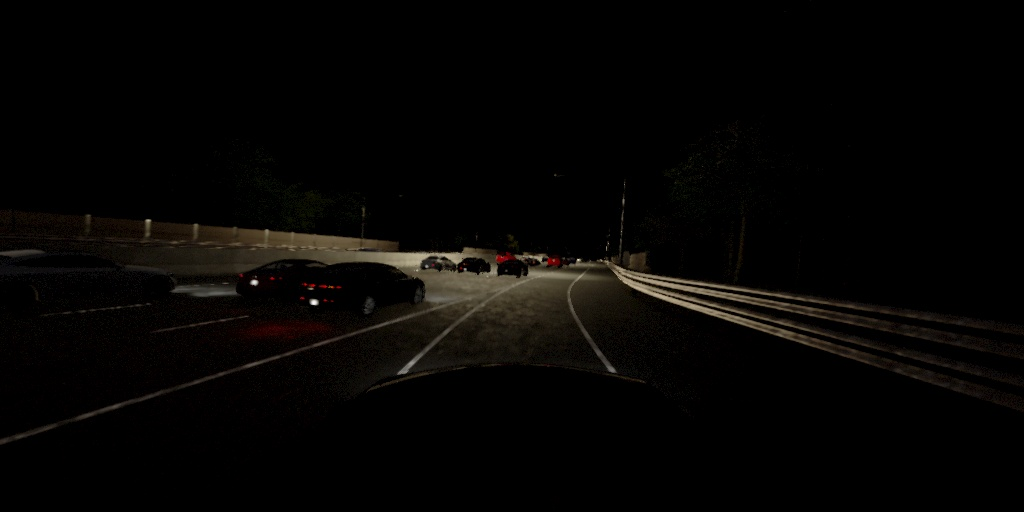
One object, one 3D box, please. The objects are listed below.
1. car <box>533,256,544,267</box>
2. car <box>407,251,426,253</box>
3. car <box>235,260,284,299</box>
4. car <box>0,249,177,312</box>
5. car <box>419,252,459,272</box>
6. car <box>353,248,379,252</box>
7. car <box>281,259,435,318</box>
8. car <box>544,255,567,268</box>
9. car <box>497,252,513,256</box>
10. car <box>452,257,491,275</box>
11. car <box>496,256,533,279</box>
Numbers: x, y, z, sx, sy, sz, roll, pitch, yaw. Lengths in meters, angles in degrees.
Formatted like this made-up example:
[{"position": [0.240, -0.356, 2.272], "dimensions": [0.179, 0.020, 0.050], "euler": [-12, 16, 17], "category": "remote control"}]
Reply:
[{"position": [3.440, 1.026, 59.004], "dimensions": [2.033, 1.411, 5.357], "euler": [3, 1, 14], "category": "car"}, {"position": [-13.608, 0.090, 48.435], "dimensions": [1.837, 1.490, 4.892], "euler": [3, 1, 14], "category": "car"}, {"position": [-7.768, 0.822, 13.411], "dimensions": [1.994, 1.385, 4.181], "euler": [3, 1, 14], "category": "car"}, {"position": [-12.231, 0.557, 9.882], "dimensions": [1.812, 1.442, 4.674], "euler": [3, 1, 14], "category": "car"}, {"position": [-6.648, 0.667, 32.592], "dimensions": [1.812, 1.442, 4.674], "euler": [3, 1, 14], "category": "car"}, {"position": [-20.390, -0.348, 50.073], "dimensions": [1.882, 1.535, 5.008], "euler": [3, 1, 14], "category": "car"}, {"position": [-4.586, 0.965, 11.710], "dimensions": [1.837, 1.490, 4.892], "euler": [3, 1, 14], "category": "car"}, {"position": [7.341, 0.917, 60.162], "dimensions": [2.150, 2.045, 5.566], "euler": [3, 1, 14], "category": "car"}, {"position": [-0.875, 0.477, 56.004], "dimensions": [2.150, 2.045, 5.566], "euler": [3, 1, 14], "category": "car"}, {"position": [-3.255, 0.853, 31.762], "dimensions": [1.837, 1.490, 4.892], "euler": [3, 1, 14], "category": "car"}, {"position": [0.141, 1.030, 30.935], "dimensions": [1.882, 1.535, 5.008], "euler": [3, 1, 14], "category": "car"}]
